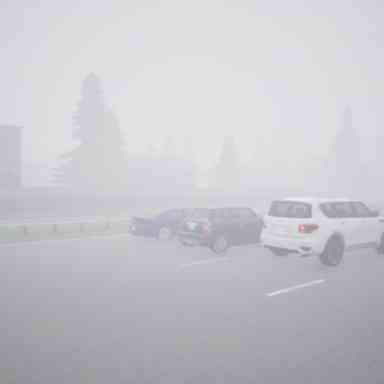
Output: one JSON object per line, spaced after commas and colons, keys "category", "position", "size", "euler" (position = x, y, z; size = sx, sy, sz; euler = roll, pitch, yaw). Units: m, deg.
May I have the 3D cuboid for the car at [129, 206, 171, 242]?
{"category": "car", "position": [-0.575, 1.447, 16.230], "size": [5.008, 1.535, 1.882], "euler": [0, 0, -35]}

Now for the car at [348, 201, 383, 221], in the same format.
{"category": "car", "position": [14.883, 1.466, 27.252], "size": [4.181, 1.385, 1.994], "euler": [0, 0, -35]}

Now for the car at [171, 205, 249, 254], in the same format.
{"category": "car", "position": [1.726, 1.320, 13.573], "size": [4.553, 1.767, 2.097], "euler": [0, 0, -35]}

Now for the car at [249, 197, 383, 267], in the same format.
{"category": "car", "position": [4.817, 1.185, 11.478], "size": [5.566, 2.045, 2.150], "euler": [0, 0, -35]}
